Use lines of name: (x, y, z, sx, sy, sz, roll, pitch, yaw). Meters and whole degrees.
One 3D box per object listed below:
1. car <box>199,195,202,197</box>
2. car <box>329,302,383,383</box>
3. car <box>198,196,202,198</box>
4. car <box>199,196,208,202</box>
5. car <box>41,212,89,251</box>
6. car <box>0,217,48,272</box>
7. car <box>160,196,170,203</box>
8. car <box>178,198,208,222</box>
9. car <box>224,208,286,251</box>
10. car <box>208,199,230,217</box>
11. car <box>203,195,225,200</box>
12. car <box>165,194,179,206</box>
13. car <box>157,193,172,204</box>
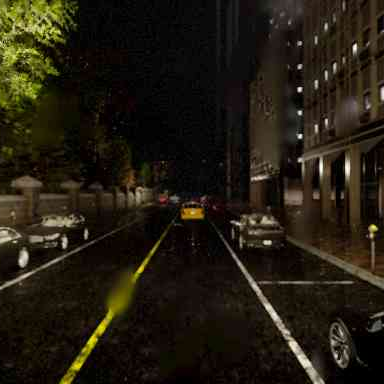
car: (2.706, 1.497, 65.192, 1.967, 1.590, 4.097, 1, 0, 0)
car: (2.696, 1.571, 2.698, 1.947, 1.339, 4.313, 0, 0, 0)
car: (0.015, 1.657, 47.182, 1.895, 1.301, 4.718, 0, 0, 0)
car: (2.706, 1.619, 76.553, 1.947, 1.339, 4.313, 1, 0, 0)
car: (-5.683, 1.576, 14.090, 2.008, 1.369, 4.403, 0, 0, 0)
car: (-5.684, 1.566, 8.406, 2.008, 1.369, 4.403, 0, 0, 0)
car: (-5.674, 1.581, 70.746, 1.752, 1.417, 4.829, 1, 0, 0)
car: (0.071, 1.498, 26.806, 1.801, 1.575, 5.366, 0, 0, 0)
car: (2.697, 1.575, 14.062, 2.008, 1.369, 4.403, 0, 0, 0)
car: (2.700, 1.629, 31.103, 1.802, 1.307, 4.206, 0, 0, 0)
car: (2.702, 1.366, 36.787, 2.192, 1.841, 5.009, 0, 0, 0)
car: (-3.049, 1.549, 57.989, 2.128, 1.511, 4.902, 0, 0, 1)
car: (-5.673, 1.373, 65.235, 2.192, 1.841, 5.009, 1, 0, 0)
